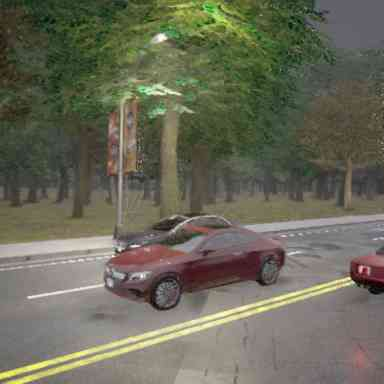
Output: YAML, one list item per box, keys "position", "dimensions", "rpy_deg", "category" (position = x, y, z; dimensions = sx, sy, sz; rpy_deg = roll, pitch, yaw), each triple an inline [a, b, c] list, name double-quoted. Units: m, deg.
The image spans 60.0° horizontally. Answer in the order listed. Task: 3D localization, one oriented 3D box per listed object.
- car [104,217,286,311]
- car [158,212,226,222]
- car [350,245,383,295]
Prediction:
- position: [0.288, 1.524, 7.897]
  dimensions: [4.674, 1.442, 1.812]
  rpy_deg: [0, 0, -35]
  category: "car"
- position: [-0.218, 1.502, 11.511]
  dimensions: [4.892, 1.490, 1.837]
  rpy_deg: [0, 0, -35]
  category: "car"
- position: [5.639, 1.598, 7.460]
  dimensions: [4.718, 1.301, 1.895]
  rpy_deg: [0, 0, -35]
  category: "car"
